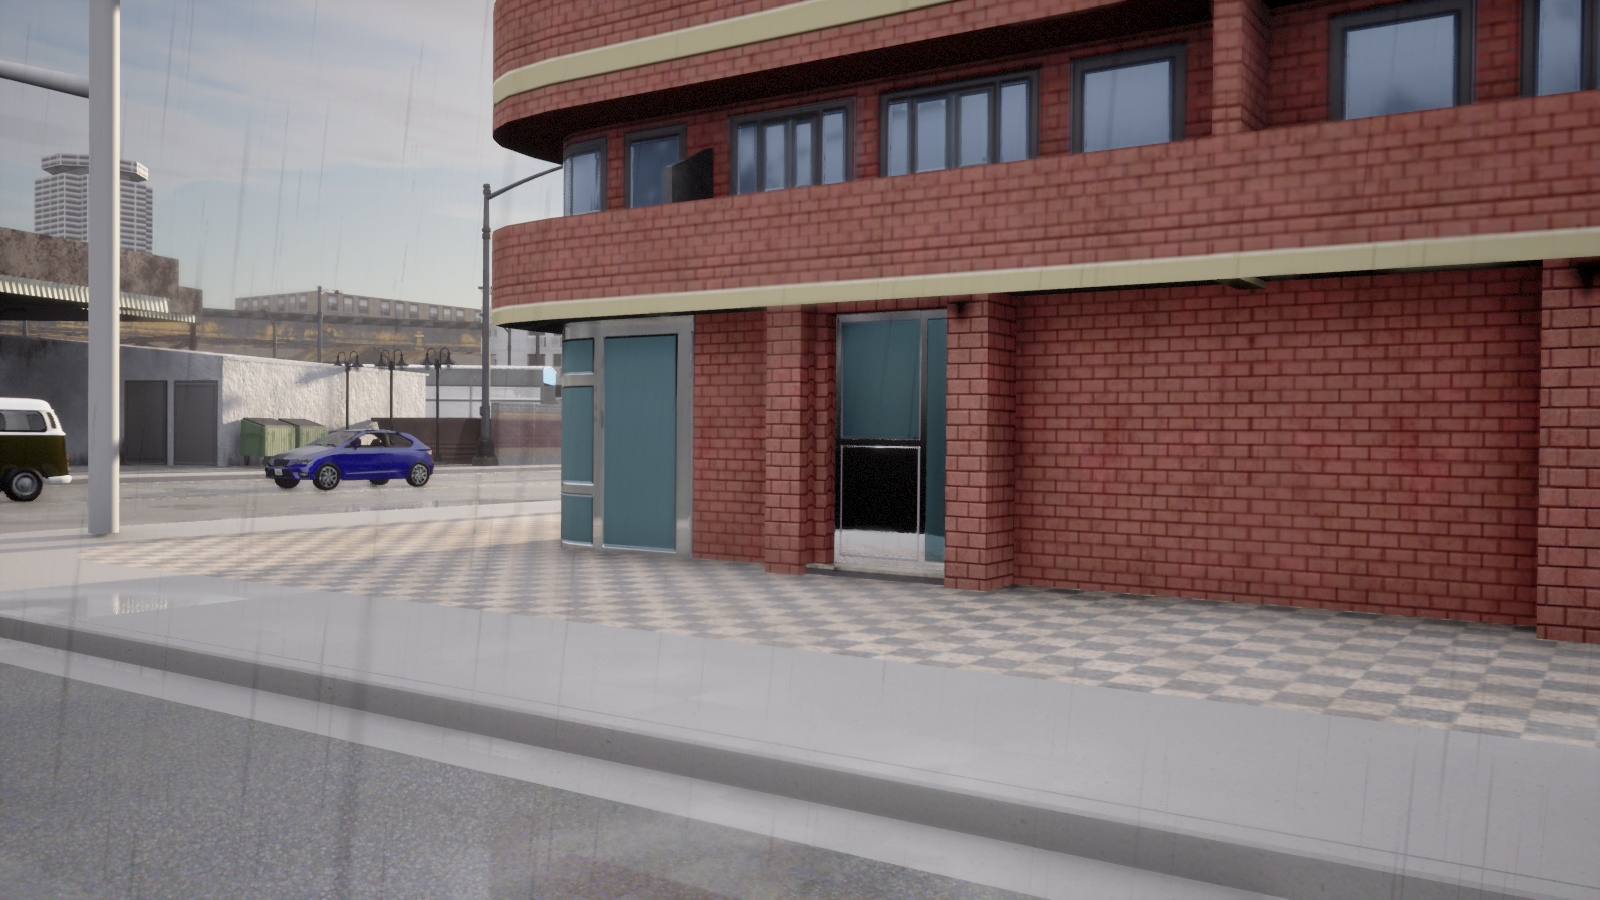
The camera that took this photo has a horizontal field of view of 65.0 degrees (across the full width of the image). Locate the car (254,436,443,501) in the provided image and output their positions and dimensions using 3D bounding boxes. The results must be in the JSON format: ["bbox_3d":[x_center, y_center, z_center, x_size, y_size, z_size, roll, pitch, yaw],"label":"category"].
[{"bbox_3d":[-11.226,0.417,31.501,1.816,1.474,4.193,0,1,33],"label":"car"}]

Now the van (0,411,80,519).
[{"bbox_3d":[-16.343,0.285,23.551,2.069,2.038,4.480,0,0,32],"label":"van"}]
